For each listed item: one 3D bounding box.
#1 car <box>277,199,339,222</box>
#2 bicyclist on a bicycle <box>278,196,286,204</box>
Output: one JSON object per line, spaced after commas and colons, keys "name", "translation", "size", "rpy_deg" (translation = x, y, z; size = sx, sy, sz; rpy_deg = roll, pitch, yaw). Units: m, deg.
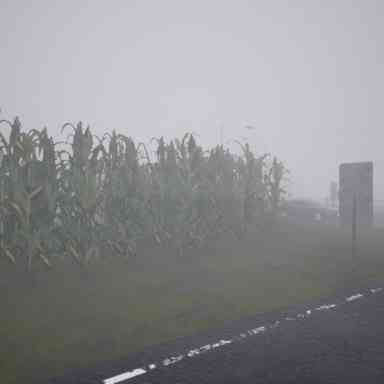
{"name": "car", "translation": [8.642, 1.310, 24.814], "size": [1.837, 1.490, 4.892], "rpy_deg": [1, 0, -36]}
{"name": "bicyclist on a bicycle", "translation": [9.327, 1.246, 34.080], "size": [1.656, 1.620, 0.582], "rpy_deg": [-1, 1, -36]}
